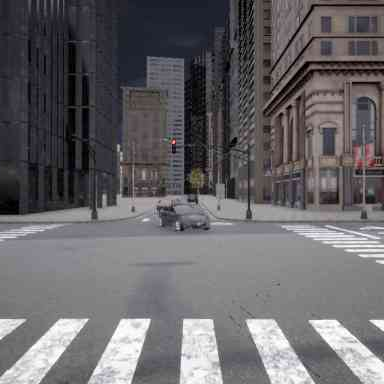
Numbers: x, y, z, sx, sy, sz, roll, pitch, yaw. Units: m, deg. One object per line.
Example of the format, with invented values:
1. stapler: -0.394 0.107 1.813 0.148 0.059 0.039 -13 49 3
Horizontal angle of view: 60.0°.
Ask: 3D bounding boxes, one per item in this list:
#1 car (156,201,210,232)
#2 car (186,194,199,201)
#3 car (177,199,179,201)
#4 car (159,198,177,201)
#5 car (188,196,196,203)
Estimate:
1. car: -0.640 1.515 20.283 1.837 1.490 4.892 -1 0 -25
2. car: 0.102 1.341 64.856 2.150 2.045 5.566 0 0 0
3. car: -3.081 1.658 56.629 1.994 1.385 4.181 0 0 -1
4. car: -3.067 1.527 38.584 1.882 1.535 5.008 0 0 0
5. car: 0.000 1.657 75.286 1.837 1.490 4.892 0 0 0
